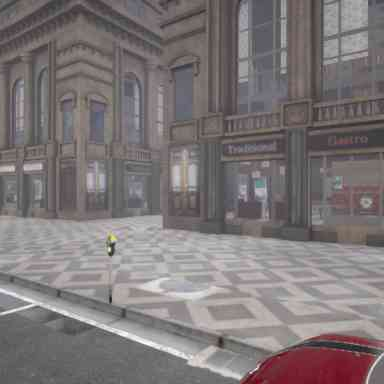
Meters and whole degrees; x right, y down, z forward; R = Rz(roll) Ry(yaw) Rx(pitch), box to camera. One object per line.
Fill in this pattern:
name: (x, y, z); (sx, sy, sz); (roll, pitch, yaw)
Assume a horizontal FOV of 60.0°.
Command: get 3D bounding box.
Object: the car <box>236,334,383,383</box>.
car: (1.966, 1.440, 1.554); (4.097, 1.590, 1.967); (0, 0, 36)
